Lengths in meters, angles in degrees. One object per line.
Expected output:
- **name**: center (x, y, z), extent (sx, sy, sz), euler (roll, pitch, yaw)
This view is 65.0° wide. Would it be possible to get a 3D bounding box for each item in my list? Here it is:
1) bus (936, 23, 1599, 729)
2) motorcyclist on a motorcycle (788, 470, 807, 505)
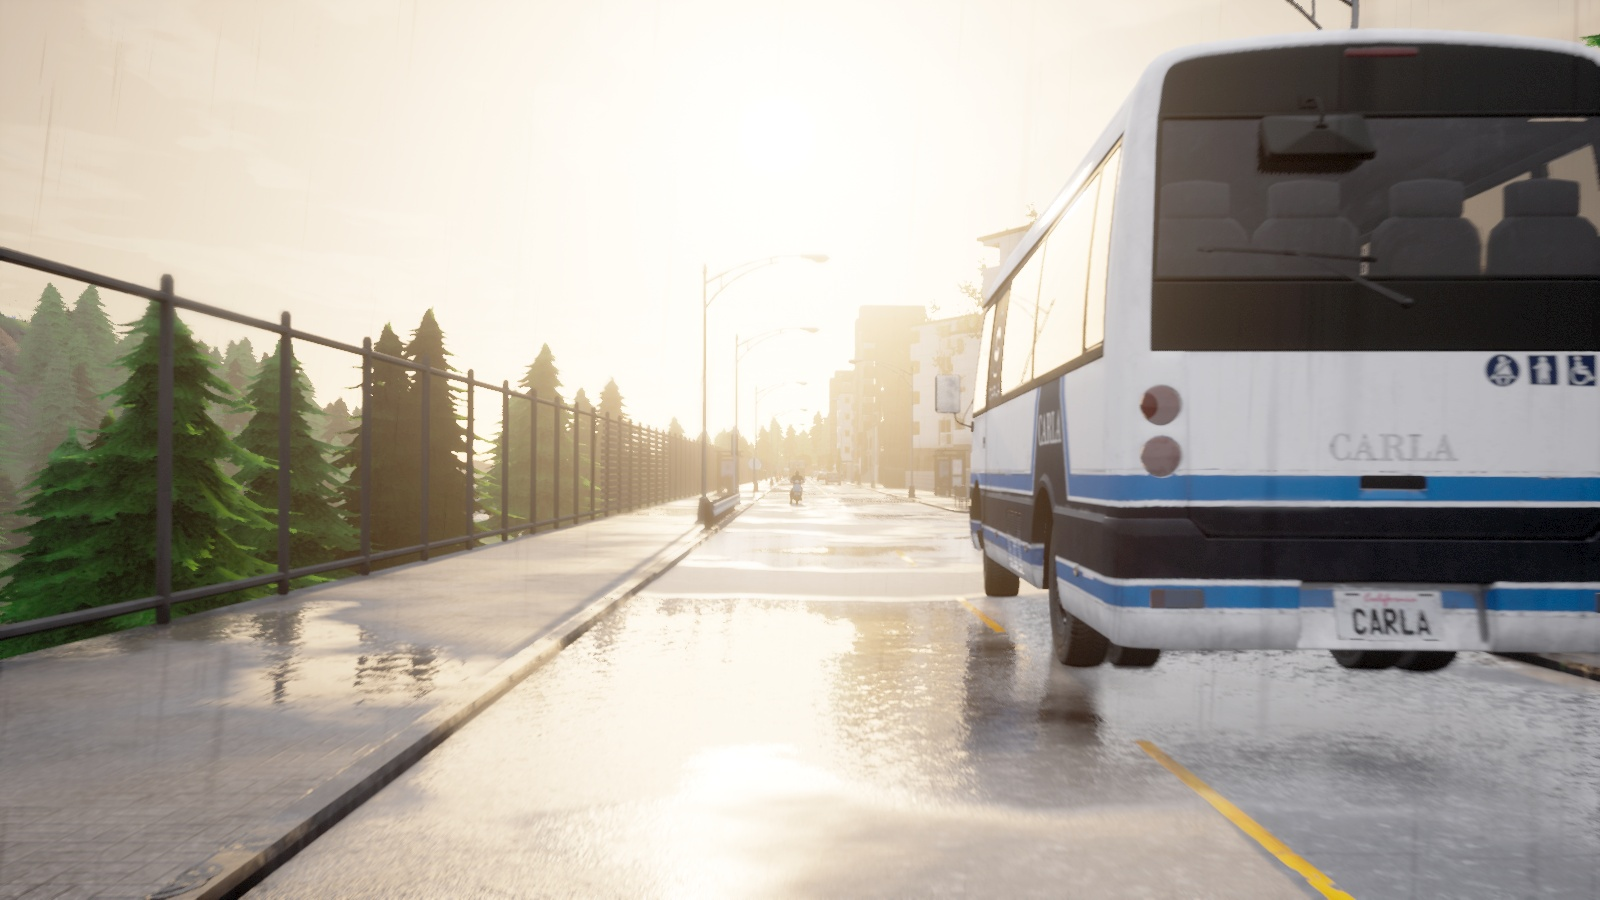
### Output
- **bus**: center (3.691, -0.363, 12.756), extent (3.944, 4.253, 10.273), euler (0, -1, 3)
- **motorcyclist on a motorcycle**: center (-0.123, 1.761, 59.301), extent (0.866, 1.590, 1.817), euler (0, -1, 0)
